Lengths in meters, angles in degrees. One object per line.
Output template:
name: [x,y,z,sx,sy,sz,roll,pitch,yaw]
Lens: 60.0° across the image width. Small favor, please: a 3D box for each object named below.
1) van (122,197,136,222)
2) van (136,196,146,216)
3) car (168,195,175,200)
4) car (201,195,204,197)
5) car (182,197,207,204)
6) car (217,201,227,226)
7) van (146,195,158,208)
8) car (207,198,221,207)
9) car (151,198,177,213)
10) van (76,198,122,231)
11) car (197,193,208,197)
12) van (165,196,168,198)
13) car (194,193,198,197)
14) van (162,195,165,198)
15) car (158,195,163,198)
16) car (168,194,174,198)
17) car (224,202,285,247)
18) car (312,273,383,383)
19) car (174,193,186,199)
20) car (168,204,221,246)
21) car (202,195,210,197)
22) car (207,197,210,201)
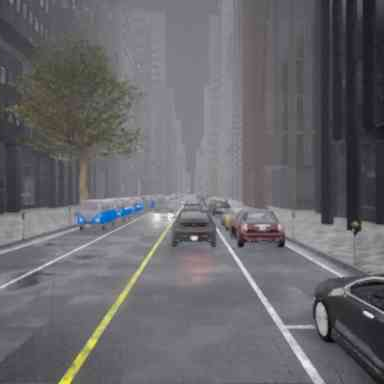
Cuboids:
van: [-5.761,1.355,26.166,1.690,1.788,3.998,0,0,0]
van: [-5.761,1.360,31.785,1.690,1.788,3.998,0,0,0]
car: [-5.763,1.637,93.586,1.887,1.381,4.507,0,0,0]
car: [2.763,1.604,54.267,1.947,1.339,4.313,0,0,0]
car: [0.093,1.510,32.068,2.128,1.511,4.902,0,0,0]
car: [2.764,1.536,20.724,1.752,1.417,4.829,0,0,0]
van: [-5.762,1.369,43.021,1.690,1.788,3.998,0,0,0]
car: [2.763,1.584,31.792,1.947,1.339,4.313,0,0,0]
car: [-3.097,1.624,37.712,1.895,1.301,4.718,0,0,0]
van: [-5.761,1.352,20.548,1.690,1.788,3.998,0,0,0]
car: [2.763,1.373,71.124,2.192,1.841,5.009,0,0,0]
van: [-5.762,1.386,59.877,1.690,1.788,3.998,0,0,0]
car: [2.393,1.309,86.376,2.150,2.045,5.566,0,0,0]
van: [-5.762,1.380,54.258,1.690,1.788,3.998,0,0,0]
car: [-5.762,1.578,48.639,1.887,1.381,4.507,0,0,0]
car: [-5.763,1.591,76.561,1.752,1.417,4.829,0,0,0]
car: [2.764,1.447,14.935,1.967,1.590,4.097,0,0,0]
car: [2.764,1.552,3.698,2.008,1.369,4.403,0,0,0]
car: [-3.000,1.303,79.102,2.033,1.411,5.357,0,0,0]
car: [0.091,1.513,15.244,1.837,1.490,4.892,0,0,0]
car: [2.763,1.559,48.818,1.752,1.417,4.829,0,0,0]
car: [2.763,1.589,37.410,1.947,1.339,4.313,0,0,0]
